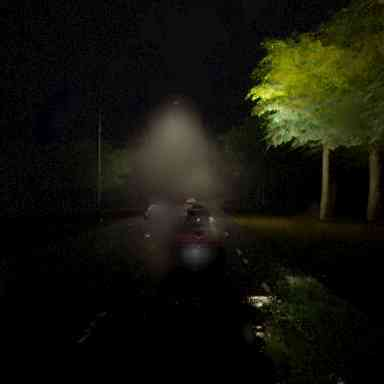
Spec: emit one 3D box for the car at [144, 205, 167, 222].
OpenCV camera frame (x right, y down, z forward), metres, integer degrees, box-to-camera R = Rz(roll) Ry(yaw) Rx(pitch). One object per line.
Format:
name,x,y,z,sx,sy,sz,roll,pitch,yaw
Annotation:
car,-3.224,1.862,30.339,2.033,1.411,5.357,0,-1,-2

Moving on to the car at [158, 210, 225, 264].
car,0.165,1.621,12.287,2.128,1.511,4.902,0,-1,1

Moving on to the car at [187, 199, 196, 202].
car,-0.137,2.245,76.058,1.882,1.535,5.008,0,-1,5

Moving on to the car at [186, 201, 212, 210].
car,0.531,1.793,27.307,1.837,1.490,4.892,0,0,2
